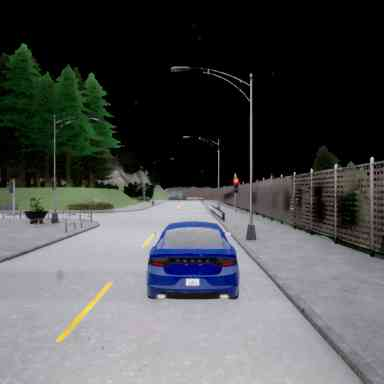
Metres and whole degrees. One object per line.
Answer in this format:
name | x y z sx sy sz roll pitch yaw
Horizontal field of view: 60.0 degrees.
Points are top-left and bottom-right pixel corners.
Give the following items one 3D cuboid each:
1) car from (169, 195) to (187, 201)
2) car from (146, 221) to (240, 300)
car | -3.849 1.540 87.969 5.357 1.411 2.033 0 0 40
car | 0.033 1.478 8.478 1.882 1.535 5.008 0 0 0
